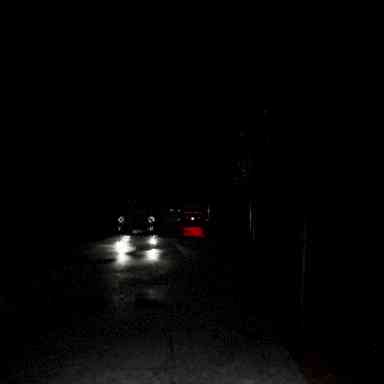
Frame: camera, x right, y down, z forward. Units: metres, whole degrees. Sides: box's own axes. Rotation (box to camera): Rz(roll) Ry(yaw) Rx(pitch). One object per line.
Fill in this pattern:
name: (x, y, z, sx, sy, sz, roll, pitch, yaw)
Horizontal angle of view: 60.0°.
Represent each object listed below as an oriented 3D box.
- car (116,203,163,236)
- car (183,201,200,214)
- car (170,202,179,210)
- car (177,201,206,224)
car: (-2.882, 1.441, 19.039, 2.097, 1.767, 4.553, 0, -1, 0)
car: (-0.045, 1.955, 42.942, 2.128, 1.511, 4.902, 0, -1, 0)
car: (-2.894, 2.476, 60.903, 2.033, 1.411, 5.357, 0, -2, 2)
car: (0.043, 1.675, 26.020, 1.837, 1.490, 4.892, 0, -1, 0)
